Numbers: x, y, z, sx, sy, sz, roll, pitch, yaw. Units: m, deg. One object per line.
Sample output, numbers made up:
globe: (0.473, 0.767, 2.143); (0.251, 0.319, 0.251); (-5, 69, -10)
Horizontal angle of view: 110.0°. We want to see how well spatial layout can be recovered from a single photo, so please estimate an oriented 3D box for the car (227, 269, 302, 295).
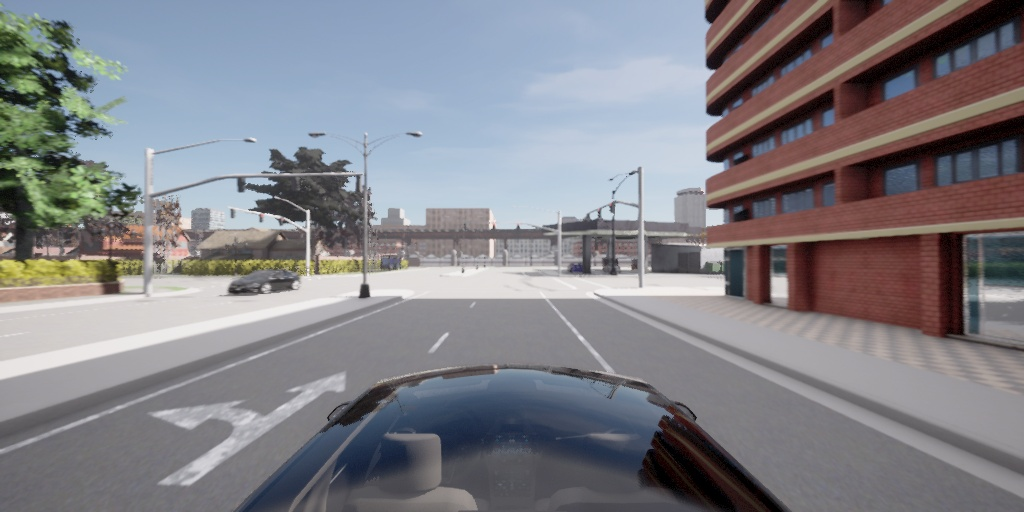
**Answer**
car: (-14.985, 1.594, 22.040); (1.837, 1.490, 4.892); (0, -1, 0)
